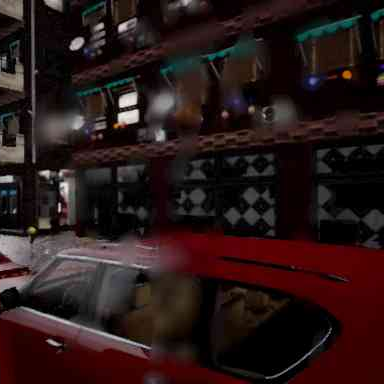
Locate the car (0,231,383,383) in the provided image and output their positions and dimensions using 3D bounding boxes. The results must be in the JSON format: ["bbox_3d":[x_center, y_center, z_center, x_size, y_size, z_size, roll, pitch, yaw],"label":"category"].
[{"bbox_3d":[-0.349,1.319,3.141,5.009,1.841,2.192,0,-1,36],"label":"car"}]
